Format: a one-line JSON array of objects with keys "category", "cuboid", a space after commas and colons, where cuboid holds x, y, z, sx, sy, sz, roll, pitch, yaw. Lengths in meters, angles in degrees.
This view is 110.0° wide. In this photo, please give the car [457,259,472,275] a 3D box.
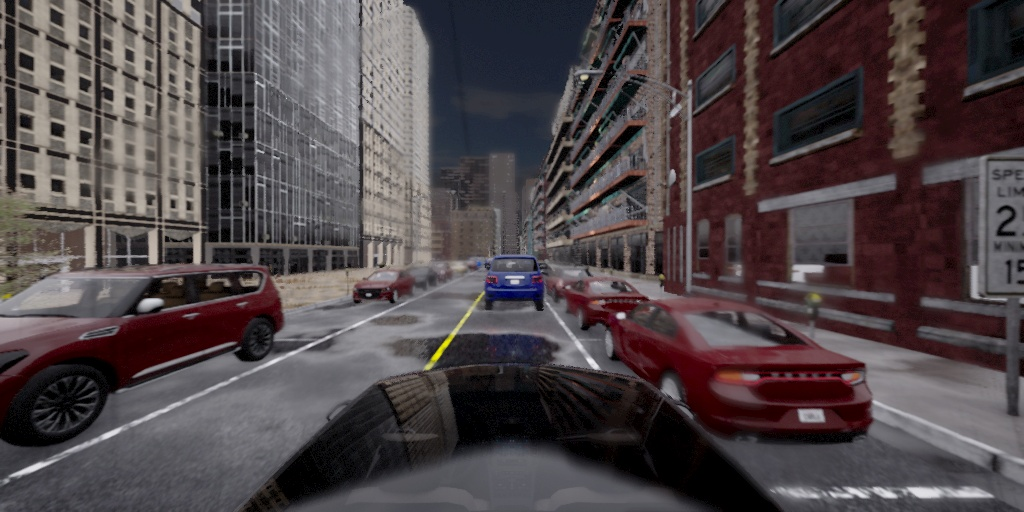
[{"category": "car", "cuboid": [-5.701, 1.281, 38.437, 1.751, 1.417, 4.829, 0, 0, 0]}]

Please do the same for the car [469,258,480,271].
[{"category": "car", "cuboid": [-5.704, 1.308, 49.663, 1.888, 1.381, 4.507, 0, 0, 0]}]

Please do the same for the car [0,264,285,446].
[{"category": "car", "cuboid": [-5.693, 1.064, 5.443, 2.192, 1.841, 5.009, 0, 0, 0]}]

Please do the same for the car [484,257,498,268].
[{"category": "car", "cuboid": [-3.013, 0.960, 52.299, 1.882, 1.535, 5.008, 0, 0, 0]}]

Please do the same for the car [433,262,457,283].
[{"category": "car", "cuboid": [-5.699, 1.190, 27.553, 1.967, 1.591, 4.097, 0, 0, 0]}]

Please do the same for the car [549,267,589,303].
[{"category": "car", "cuboid": [2.684, 1.188, 16.499, 1.967, 1.591, 4.097, 0, 0, 0]}]

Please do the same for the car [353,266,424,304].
[{"category": "car", "cuboid": [-5.696, 1.293, 16.497, 1.888, 1.381, 4.507, 0, 0, 0]}]

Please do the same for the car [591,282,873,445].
[{"category": "car", "cuboid": [2.687, 1.295, 5.444, 1.888, 1.381, 4.507, 0, 0, 0]}]

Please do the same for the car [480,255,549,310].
[{"category": "car", "cuboid": [0.098, 0.970, 14.841, 2.150, 2.045, 5.566, 0, 0, 0]}]

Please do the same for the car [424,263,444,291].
[{"category": "car", "cuboid": [-5.697, 1.314, 22.025, 1.948, 1.339, 4.313, 0, 0, 0]}]

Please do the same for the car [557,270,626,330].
[{"category": "car", "cuboid": [2.686, 1.294, 10.971, 1.888, 1.381, 4.507, 0, 0, 0]}]
